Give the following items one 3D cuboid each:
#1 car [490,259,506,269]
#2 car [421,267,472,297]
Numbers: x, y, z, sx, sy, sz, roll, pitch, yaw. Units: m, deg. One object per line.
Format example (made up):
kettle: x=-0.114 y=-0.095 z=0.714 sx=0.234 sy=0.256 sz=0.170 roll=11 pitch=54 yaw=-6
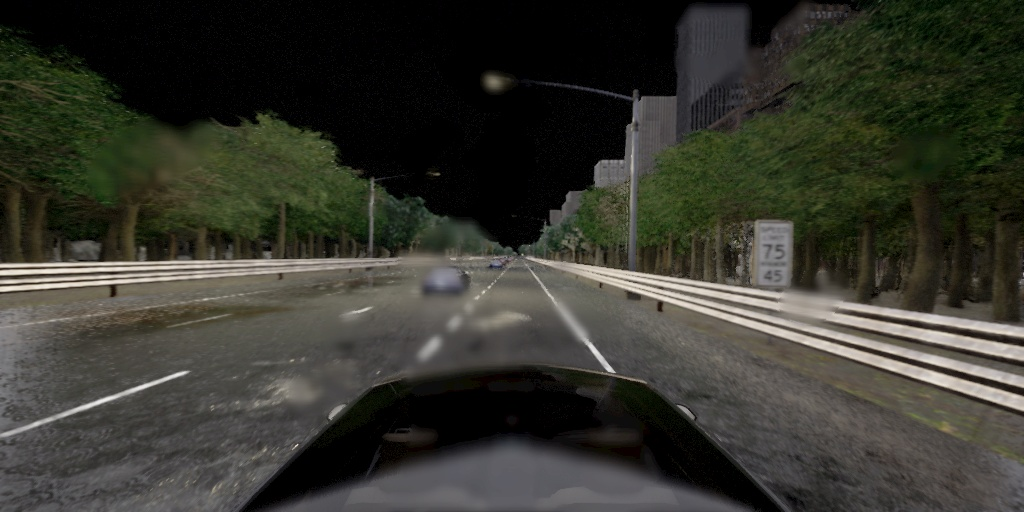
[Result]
car: x=-2.460 y=1.268 z=57.671 sx=1.994 sy=1.385 sz=4.181 roll=1 pitch=0 yaw=1
car: x=-3.249 y=1.239 z=18.544 sx=1.994 sy=1.385 sz=4.181 roll=1 pitch=0 yaw=1
